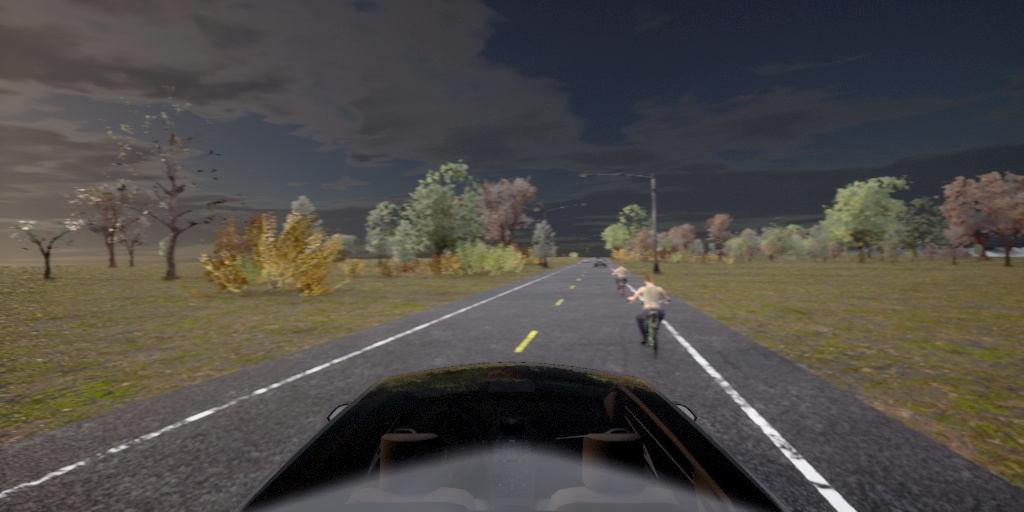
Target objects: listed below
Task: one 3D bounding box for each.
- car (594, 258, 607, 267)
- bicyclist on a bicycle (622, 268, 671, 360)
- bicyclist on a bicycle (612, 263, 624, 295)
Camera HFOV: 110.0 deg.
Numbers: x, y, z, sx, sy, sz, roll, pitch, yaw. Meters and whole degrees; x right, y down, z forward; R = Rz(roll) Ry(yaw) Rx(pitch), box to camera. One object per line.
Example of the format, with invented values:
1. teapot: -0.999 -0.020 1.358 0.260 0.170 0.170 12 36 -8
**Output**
1. car: 14.980 1.138 60.679 1.812 1.442 4.674 -2 0 16
2. bicyclist on a bicycle: 2.770 1.134 7.192 0.866 1.612 1.509 -2 0 14
3. bicyclist on a bicycle: 5.220 1.113 17.078 0.866 1.612 1.509 -2 0 13
